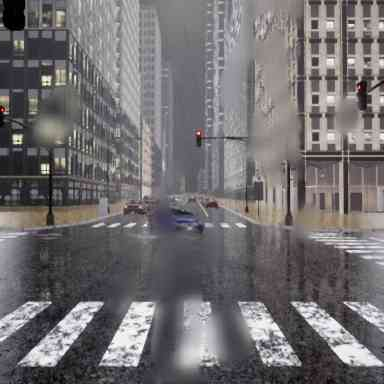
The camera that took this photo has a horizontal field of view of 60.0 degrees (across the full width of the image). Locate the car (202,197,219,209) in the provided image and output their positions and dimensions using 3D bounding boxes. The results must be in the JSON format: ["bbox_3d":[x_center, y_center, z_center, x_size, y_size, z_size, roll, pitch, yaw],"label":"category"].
[{"bbox_3d":[2.686,1.599,44.989,1.802,1.307,4.206,1,0,0],"label":"car"}]

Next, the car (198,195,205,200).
[{"bbox_3d":[2.669,1.582,95.185,1.887,1.381,4.507,1,0,0],"label":"car"}]

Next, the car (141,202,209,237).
[{"bbox_3d":[-1.109,1.532,18.455,1.812,1.442,4.674,-1,0,-25],"label":"car"}]

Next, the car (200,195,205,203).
[{"bbox_3d":[2.684,1.546,56.315,1.752,1.417,4.829,1,0,0],"label":"car"}]

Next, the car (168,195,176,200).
[{"bbox_3d":[-5.712,1.604,95.101,1.947,1.339,4.313,1,0,0],"label":"car"}]

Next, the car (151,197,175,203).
[{"bbox_3d":[-3.110,1.519,34.860,1.837,1.490,4.892,0,0,0],"label":"car"}]

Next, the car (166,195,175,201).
[{"bbox_3d":[-5.709,1.586,89.526,2.008,1.369,4.403,1,0,0],"label":"car"}]

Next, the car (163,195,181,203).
[{"bbox_3d":[-3.112,1.565,47.550,2.033,1.411,5.357,0,0,0],"label":"car"}]

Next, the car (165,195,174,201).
[{"bbox_3d":[-5.707,1.577,83.950,1.887,1.381,4.507,1,0,0],"label":"car"}]

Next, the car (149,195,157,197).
[{"bbox_3d":[-5.688,1.332,44.924,2.192,1.841,5.009,1,0,0],"label":"car"}]

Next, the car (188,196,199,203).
[{"bbox_3d":[0.058,1.573,70.490,2.033,1.411,5.357,0,0,0],"label":"car"}]

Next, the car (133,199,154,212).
[{"bbox_3d":[-5.691,1.596,39.349,1.802,1.307,4.206,1,0,0],"label":"car"}]

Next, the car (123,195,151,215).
[{"bbox_3d":[-5.686,1.452,33.774,1.967,1.590,4.097,1,0,0],"label":"car"}]

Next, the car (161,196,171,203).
[{"bbox_3d":[-5.703,1.572,72.800,1.887,1.381,4.507,1,0,0],"label":"car"}]

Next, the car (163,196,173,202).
[{"bbox_3d":[-5.705,1.581,78.375,2.008,1.369,4.403,1,0,0],"label":"car"}]

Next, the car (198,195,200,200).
[{"bbox_3d":[2.681,1.589,61.722,1.947,1.339,4.313,1,0,0],"label":"car"}]
